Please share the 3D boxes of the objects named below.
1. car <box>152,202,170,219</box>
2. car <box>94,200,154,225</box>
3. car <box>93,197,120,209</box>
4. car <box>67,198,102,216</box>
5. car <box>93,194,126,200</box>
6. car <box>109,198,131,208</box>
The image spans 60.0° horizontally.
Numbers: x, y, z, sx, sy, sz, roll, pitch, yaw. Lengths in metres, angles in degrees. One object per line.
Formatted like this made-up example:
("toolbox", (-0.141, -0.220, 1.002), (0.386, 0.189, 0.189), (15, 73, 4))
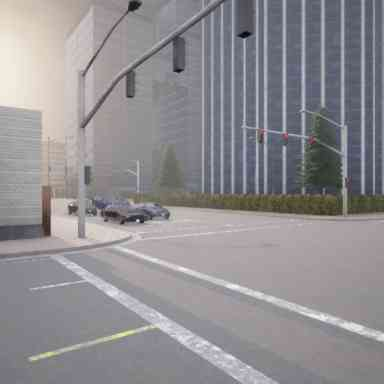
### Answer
("car", (-3.711, 1.581, 29.045), (1.812, 1.442, 4.674), (0, 0, -36))
("car", (-5.305, 1.603, 25.232), (2.033, 1.411, 5.357), (0, 0, -36))
("car", (-12.203, 1.547, 47.167), (2.128, 1.511, 4.902), (0, 0, -36))
("car", (-10.975, 1.560, 33.141), (1.837, 1.490, 4.892), (0, 0, -36))
("car", (-9.374, 1.277, 36.917), (2.150, 2.045, 5.566), (0, 0, -36))
("car", (-11.274, 1.619, 51.872), (1.994, 1.385, 4.181), (0, 0, -36))
